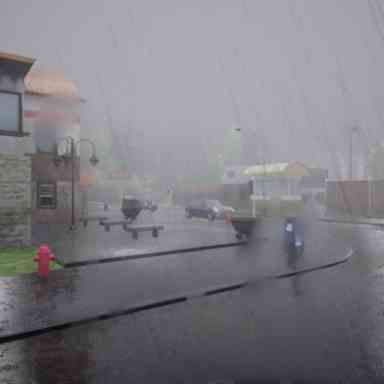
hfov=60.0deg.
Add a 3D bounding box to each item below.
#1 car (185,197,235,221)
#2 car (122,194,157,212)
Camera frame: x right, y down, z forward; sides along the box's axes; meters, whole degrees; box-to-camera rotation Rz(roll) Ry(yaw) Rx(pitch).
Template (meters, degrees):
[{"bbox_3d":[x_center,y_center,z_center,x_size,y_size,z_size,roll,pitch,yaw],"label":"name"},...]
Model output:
[{"bbox_3d":[1.380,1.338,27.067,2.097,1.767,4.553,0,0,-35],"label":"car"},{"bbox_3d":[-6.002,1.208,37.503,2.150,2.045,5.566,0,0,-35],"label":"car"}]
